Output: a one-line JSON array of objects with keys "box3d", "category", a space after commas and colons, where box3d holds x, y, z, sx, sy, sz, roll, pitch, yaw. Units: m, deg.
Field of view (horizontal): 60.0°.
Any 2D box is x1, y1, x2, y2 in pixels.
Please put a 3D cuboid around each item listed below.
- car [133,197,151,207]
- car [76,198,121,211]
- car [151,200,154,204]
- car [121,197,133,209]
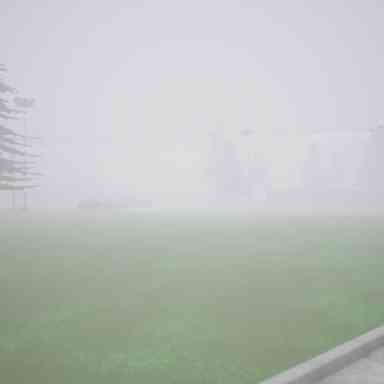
[{"box3d": [-8.896, 1.430, 48.772, 4.674, 1.442, 1.812, 0, 0, 12], "category": "car"}, {"box3d": [-11.052, 1.446, 38.496, 4.674, 1.442, 1.812, 0, 0, 12], "category": "car"}, {"box3d": [-8.466, 1.499, 52.263, 4.718, 1.301, 1.895, 0, 0, 12], "category": "car"}, {"box3d": [-10.333, 1.441, 41.921, 4.674, 1.442, 1.812, 0, 0, 12], "category": "car"}]
